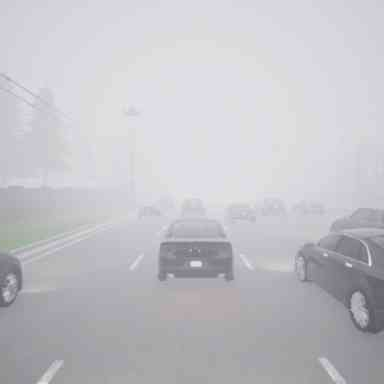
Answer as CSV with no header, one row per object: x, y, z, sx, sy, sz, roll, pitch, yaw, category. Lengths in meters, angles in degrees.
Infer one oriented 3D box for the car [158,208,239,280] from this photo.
0.093,1.465,9.974,1.882,1.535,5.008,0,0,0,car

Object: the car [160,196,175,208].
-3.479,1.297,44.640,2.097,1.767,4.553,0,0,0,car

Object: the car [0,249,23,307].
-4.554,1.346,5.078,2.097,1.767,4.553,0,0,0,car

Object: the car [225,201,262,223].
3.583,1.515,25.247,2.033,1.411,5.357,0,0,0,car

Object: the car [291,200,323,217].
10.578,1.450,30.675,2.128,1.511,4.902,0,0,0,car

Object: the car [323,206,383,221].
7.091,1.334,12.722,2.097,1.767,4.553,0,0,0,car

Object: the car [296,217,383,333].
3.596,1.495,6.737,1.837,1.490,4.892,0,0,0,car

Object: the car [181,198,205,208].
0.078,1.314,30.406,2.097,1.767,4.553,0,0,0,car

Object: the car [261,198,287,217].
7.077,1.312,30.410,2.097,1.767,4.553,0,0,0,car

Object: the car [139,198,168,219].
-3.477,1.491,28.988,1.812,1.442,4.674,0,0,1,car
